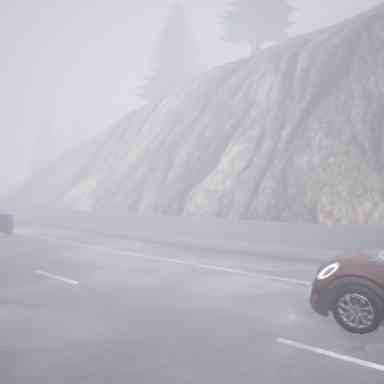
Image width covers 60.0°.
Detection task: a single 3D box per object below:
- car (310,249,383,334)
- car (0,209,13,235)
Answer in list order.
[{"bbox_3d":[4.326,1.364,5.267,4.553,1.767,2.097,0,0,36],"label":"car"},{"bbox_3d":[-11.358,1.490,17.864,5.008,1.535,1.882,0,0,42],"label":"car"}]
